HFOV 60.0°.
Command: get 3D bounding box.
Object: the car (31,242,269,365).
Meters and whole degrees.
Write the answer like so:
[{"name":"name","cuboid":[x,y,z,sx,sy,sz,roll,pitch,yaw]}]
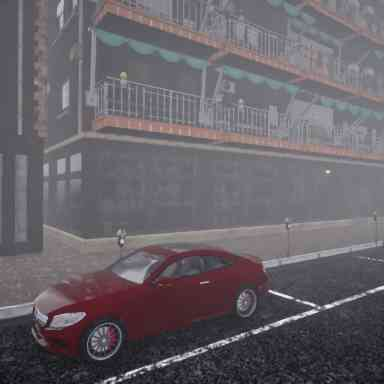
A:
[{"name":"car","cuboid":[-0.457,1.582,5.760,4.206,1.307,1.802,0,0,-35]}]
